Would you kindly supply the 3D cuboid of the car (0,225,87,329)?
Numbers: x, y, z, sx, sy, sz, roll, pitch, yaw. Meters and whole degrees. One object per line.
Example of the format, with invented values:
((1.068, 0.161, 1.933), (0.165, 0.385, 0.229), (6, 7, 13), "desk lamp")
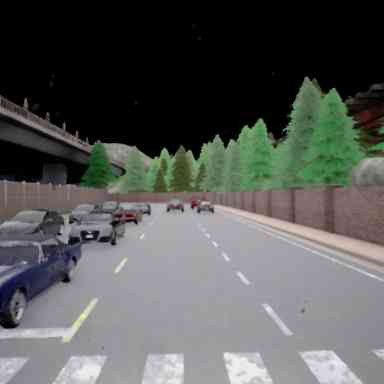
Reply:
((-3.920, 1.671, 7.149), (1.895, 1.301, 4.718), (0, 0, -3), "car")

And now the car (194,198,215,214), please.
((1.532, 1.726, 39.009), (1.812, 1.442, 4.674), (0, 0, -2), "car")

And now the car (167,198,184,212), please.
((-2.107, 1.600, 42.260), (2.097, 1.767, 4.553), (0, 0, -3), "car")

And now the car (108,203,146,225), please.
((-4.920, 1.780, 25.875), (1.895, 1.301, 4.718), (0, 0, -3), "car")

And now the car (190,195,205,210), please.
((0.931, 1.482, 49.069), (2.150, 2.045, 5.566), (0, 0, -3), "car")

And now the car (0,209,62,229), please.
((-7.941, 1.658, 16.804), (1.837, 1.490, 4.892), (0, 0, -3), "car")

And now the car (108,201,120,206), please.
((-9.001, 1.778, 37.341), (1.837, 1.490, 4.892), (0, 0, -3), "car")

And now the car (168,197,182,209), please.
((-2.660, 1.657, 52.297), (2.097, 1.767, 4.553), (0, 0, -3), "car")

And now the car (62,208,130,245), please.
((-4.388, 1.685, 15.923), (1.994, 1.385, 4.181), (0, 0, -3), "car")

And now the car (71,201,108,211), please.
((-8.482, 1.717, 26.946), (1.837, 1.490, 4.892), (0, 0, -3), "car")

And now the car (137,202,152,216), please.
((-5.432, 1.802, 35.977), (1.994, 1.385, 4.181), (0, 0, -3), "car")
